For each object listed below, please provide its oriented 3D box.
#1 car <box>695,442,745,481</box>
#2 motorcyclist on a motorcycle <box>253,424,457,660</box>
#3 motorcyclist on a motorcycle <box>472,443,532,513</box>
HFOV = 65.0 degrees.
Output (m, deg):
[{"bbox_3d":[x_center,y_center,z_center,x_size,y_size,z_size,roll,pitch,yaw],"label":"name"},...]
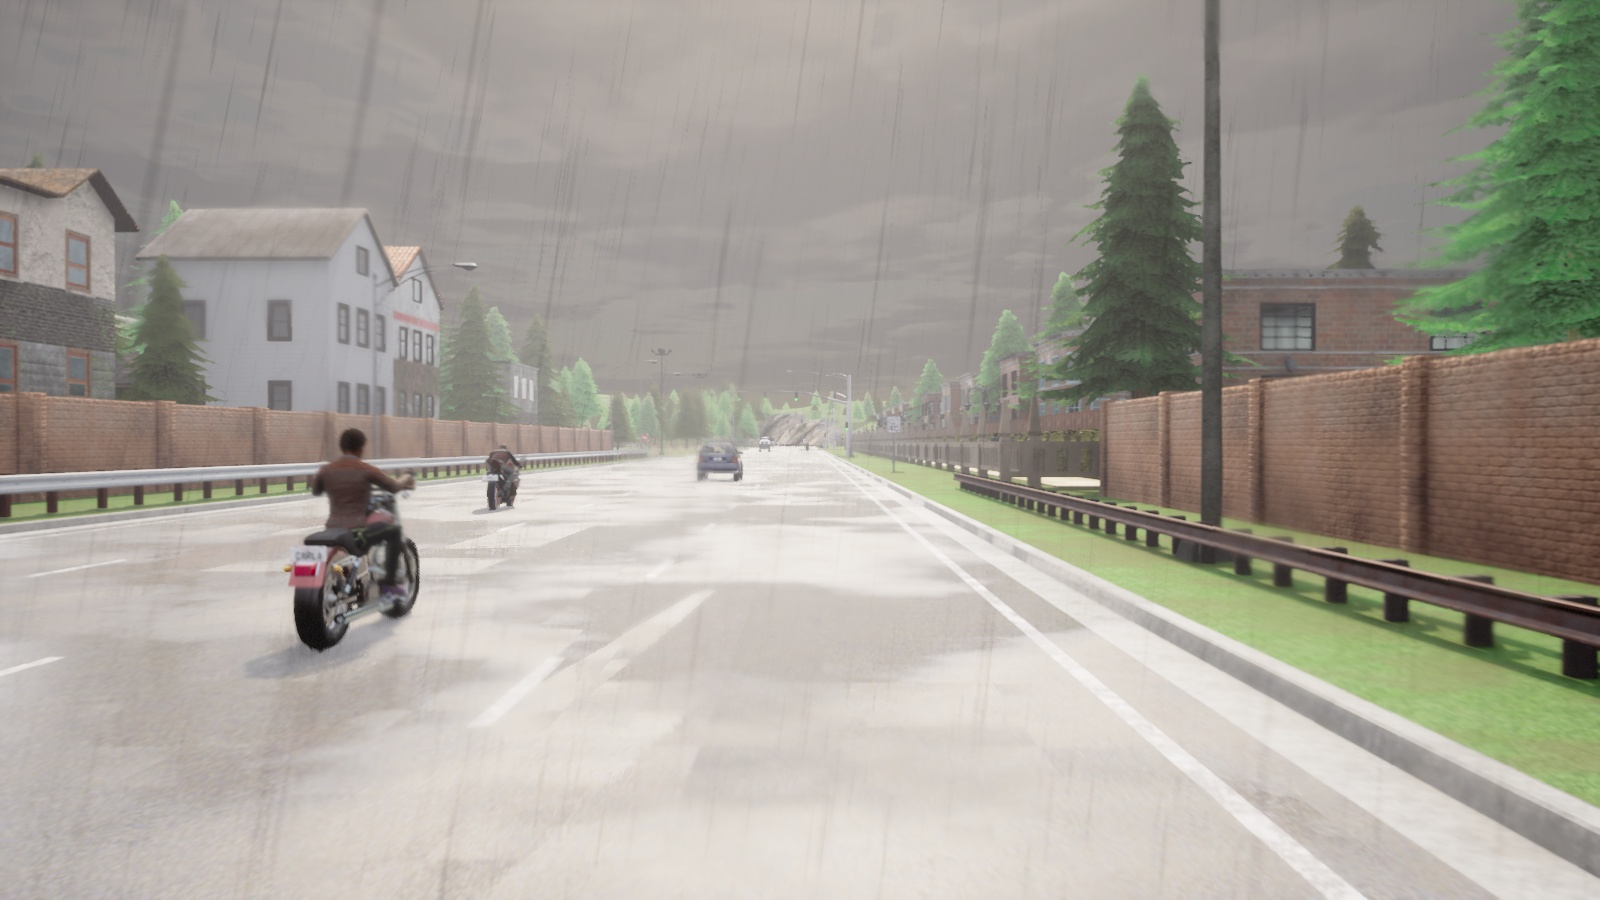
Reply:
[{"bbox_3d":[-3.196,0.436,50.804,1.789,1.549,3.705,0,0,0],"label":"car"},{"bbox_3d":[-3.428,0.638,9.942,0.766,1.649,2.350,0,0,0],"label":"motorcyclist on a motorcycle"},{"bbox_3d":[-6.821,0.613,28.851,0.866,1.530,2.191,0,0,0],"label":"motorcyclist on a motorcycle"}]
